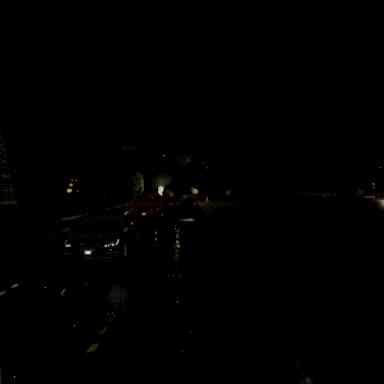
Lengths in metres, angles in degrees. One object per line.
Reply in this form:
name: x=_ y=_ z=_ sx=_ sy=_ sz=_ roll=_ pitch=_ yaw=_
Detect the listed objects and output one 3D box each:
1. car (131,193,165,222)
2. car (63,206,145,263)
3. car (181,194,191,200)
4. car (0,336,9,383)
car: x=-3.285 y=1.112 z=25.222 sx=2.150 sy=2.045 sz=5.566 roll=-1 pitch=0 yaw=-1
car: x=-3.042 y=1.473 z=11.997 sx=1.837 sy=1.490 sz=4.892 roll=-1 pitch=0 yaw=-1
car: x=-1.278 y=1.017 z=68.799 sx=1.994 sy=1.385 sz=4.181 roll=-1 pitch=0 yaw=-1
car: x=-2.844 y=1.592 z=1.696 sx=1.994 sy=1.385 sz=4.181 roll=-1 pitch=0 yaw=-1
